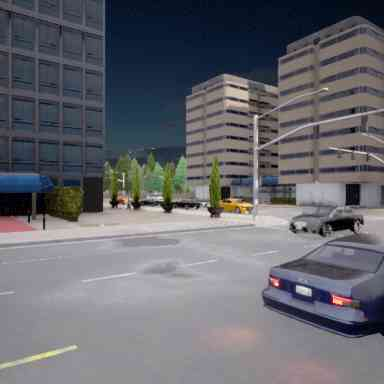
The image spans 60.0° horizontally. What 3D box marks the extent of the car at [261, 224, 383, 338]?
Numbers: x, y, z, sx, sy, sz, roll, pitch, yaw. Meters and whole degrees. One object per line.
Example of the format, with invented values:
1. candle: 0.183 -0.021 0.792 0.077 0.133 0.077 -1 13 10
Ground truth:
1. car: 3.750 1.547 6.496 5.357 1.411 2.033 0 0 -35

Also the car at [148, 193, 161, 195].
1. car: -5.783 1.221 56.788 2.150 2.045 5.566 0 0 -34

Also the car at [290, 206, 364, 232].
1. car: 7.271 1.491 17.810 4.902 1.511 2.128 0 0 -36

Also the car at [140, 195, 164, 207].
1. car: -6.138 1.601 51.174 1.895 1.301 4.718 0 0 -35

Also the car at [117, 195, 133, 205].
1. car: -11.976 1.352 59.577 2.097 1.767 4.553 0 0 -35

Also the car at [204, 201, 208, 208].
1. car: 0.282 1.491 48.105 2.128 1.511 4.902 0 0 -35

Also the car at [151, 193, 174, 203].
1. car: -6.254 1.222 69.912 2.150 2.045 5.566 0 0 -35

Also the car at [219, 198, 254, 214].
1. car: 4.495 1.478 35.987 1.882 1.535 5.008 0 0 -35

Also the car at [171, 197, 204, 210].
1. car: -0.865 1.601 43.641 1.895 1.301 4.718 0 0 -35

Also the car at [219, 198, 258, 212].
1. car: 5.594 1.505 40.521 1.837 1.490 4.892 0 0 -35
